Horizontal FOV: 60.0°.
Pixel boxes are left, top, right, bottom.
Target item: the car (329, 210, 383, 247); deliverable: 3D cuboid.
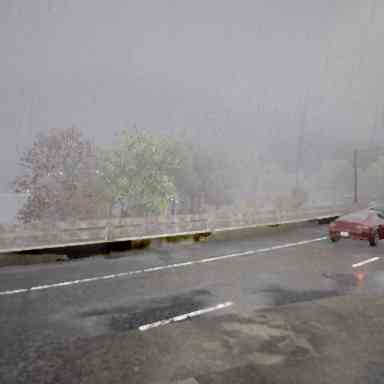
[{"bbox_3d":[7.861,1.531,15.121,4.674,1.442,1.812,0,0,-44],"label":"car"}]
